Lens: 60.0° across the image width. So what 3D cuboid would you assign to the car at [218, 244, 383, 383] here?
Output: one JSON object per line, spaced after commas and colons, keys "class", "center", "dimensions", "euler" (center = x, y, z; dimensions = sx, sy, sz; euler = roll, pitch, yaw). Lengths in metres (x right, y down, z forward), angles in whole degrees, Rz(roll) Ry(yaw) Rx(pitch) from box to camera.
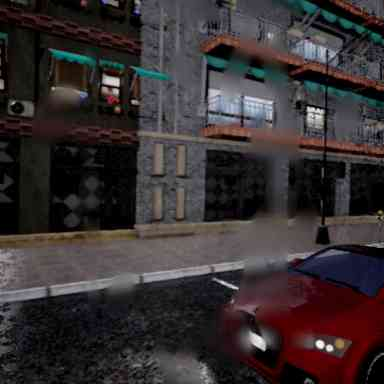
{"class": "car", "center": [2.461, 1.519, 4.792], "dimensions": [4.181, 1.385, 1.994], "euler": [0, 1, -31]}
